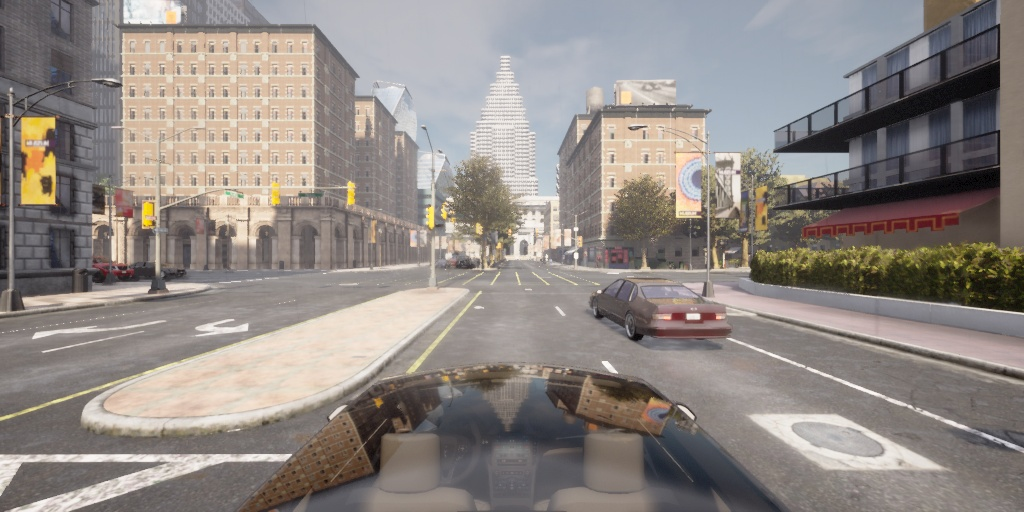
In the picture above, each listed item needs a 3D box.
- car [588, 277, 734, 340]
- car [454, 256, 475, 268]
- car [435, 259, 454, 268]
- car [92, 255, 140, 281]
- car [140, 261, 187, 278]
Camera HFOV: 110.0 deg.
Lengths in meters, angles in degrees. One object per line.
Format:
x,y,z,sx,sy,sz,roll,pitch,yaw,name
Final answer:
3.633,1.298,9.907,2.033,1.411,5.357,0,0,-3,car
-8.067,0.975,60.716,2.150,2.045,5.566,0,0,0,car
-11.562,1.301,60.092,2.033,1.411,5.357,0,0,0,car
-34.650,0.973,29.455,5.566,2.045,2.150,0,0,0,car
-32.851,1.257,32.983,4.892,1.490,1.837,0,0,0,car
